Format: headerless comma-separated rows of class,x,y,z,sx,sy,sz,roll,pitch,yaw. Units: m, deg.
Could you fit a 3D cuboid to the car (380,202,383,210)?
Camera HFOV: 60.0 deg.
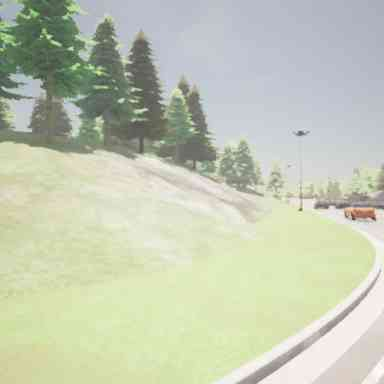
car,33.404,2.455,57.153,1.895,1.301,4.718,0,-1,14

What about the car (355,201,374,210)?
car,30.003,2.382,57.983,1.812,1.442,4.674,0,-1,14

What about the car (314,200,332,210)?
car,23.298,2.216,60.005,2.097,1.767,4.553,0,-1,14

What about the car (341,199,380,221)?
car,16.544,1.838,32.953,2.097,1.767,4.553,0,-1,14

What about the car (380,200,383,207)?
car,39.241,2.360,65.967,2.033,1.411,5.357,0,-1,14

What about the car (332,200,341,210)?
car,26.508,2.331,58.437,1.882,1.535,5.008,0,-1,14

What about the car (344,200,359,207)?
car,32.455,2.377,67.682,1.994,1.385,4.181,0,-1,14
